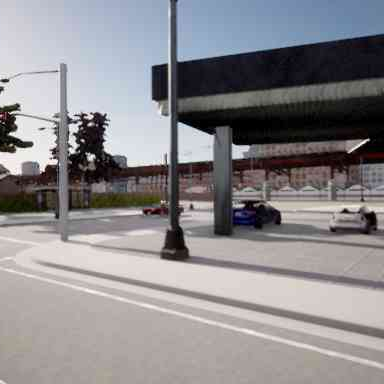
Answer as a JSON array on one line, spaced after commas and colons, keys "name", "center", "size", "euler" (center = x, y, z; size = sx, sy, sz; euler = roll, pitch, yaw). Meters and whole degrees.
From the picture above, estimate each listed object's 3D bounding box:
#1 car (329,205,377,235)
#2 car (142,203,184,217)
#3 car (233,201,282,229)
[{"name": "car", "center": [9.159, 1.486, 18.759], "size": [1.970, 1.475, 3.806], "euler": [-1, 0, 37]}, {"name": "car", "center": [-2.871, 1.803, 34.194], "size": [1.895, 1.301, 4.718], "euler": [-1, 0, 36]}, {"name": "car", "center": [4.081, 1.378, 21.556], "size": [2.242, 1.667, 4.611], "euler": [-1, 0, 37]}]
